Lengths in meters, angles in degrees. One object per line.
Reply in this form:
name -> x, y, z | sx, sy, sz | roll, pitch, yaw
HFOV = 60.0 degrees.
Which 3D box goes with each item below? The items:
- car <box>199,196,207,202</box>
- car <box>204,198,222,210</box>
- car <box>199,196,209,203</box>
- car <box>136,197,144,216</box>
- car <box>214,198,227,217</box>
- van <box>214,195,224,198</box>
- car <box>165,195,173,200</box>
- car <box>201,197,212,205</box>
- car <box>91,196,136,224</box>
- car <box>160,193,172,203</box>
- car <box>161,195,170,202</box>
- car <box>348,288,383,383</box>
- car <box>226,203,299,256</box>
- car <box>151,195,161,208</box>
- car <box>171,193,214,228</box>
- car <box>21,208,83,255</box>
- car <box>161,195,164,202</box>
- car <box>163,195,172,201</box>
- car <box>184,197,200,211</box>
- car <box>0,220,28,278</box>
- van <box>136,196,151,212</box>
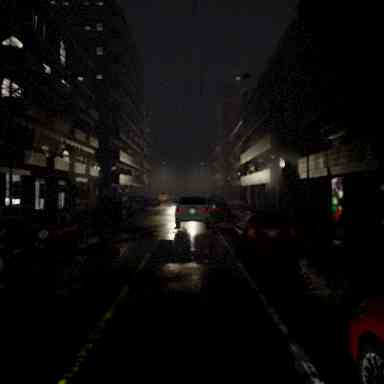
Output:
car -> 2.436, 1.497, 75.500 | 1.802, 1.307, 4.206 | 0, 0, 0
car -> 2.556, 1.469, 41.358 | 1.887, 1.381, 4.507 | 0, 0, 0
car -> 2.457, 1.497, 69.809 | 1.802, 1.307, 4.206 | 0, 0, 0
car -> -5.784, 1.470, 29.783 | 1.752, 1.417, 4.829 | 0, 0, 0
car -> 2.595, 1.519, 29.979 | 1.802, 1.307, 4.206 | 0, 0, 0
van -> 2.577, 1.271, 35.667 | 1.690, 1.788, 3.998 | 0, 0, 0
car -> -5.984, 1.513, 86.852 | 1.802, 1.307, 4.206 | 0, 0, 0
car -> 2.496, 1.498, 58.429 | 1.802, 1.307, 4.206 | 0, 0, 0
car -> -5.763, 1.268, 24.261 | 2.192, 1.841, 5.009 | 0, 0, 0
car -> -5.923, 1.237, 69.781 | 2.192, 1.841, 5.009 | 0, 0, 0
car -> -5.943, 1.448, 75.302 | 1.752, 1.417, 4.829 | 0, 0, 0
car -> 2.697, 1.309, 1.528 | 2.192, 1.841, 5.009 | 0, 0, 0
car -> 2.656, 1.408, 12.908 | 1.967, 1.590, 4.097 | 0, 0, 0
car -> -5.843, 1.454, 46.851 | 1.752, 1.417, 4.829 | 0, 0, 0
car -> 0.025, 1.173, 21.923 | 2.150, 2.045, 5.566 | 0, 0, 0
car -> -5.724, 1.415, 12.882 | 1.967, 1.590, 4.097 | 0, 0, 0
car -> -5.864, 1.507, 52.712 | 1.802, 1.307, 4.206 | 0, 0, 0
car -> -5.964, 1.491, 81.163 | 1.947, 1.339, 4.313 | 0, 0, 0
car -> -0.037, 1.432, 40.579 | 1.837, 1.490, 4.892 | 0, 0, 0
car -> -5.705, 1.539, 7.192 | 2.008, 1.369, 4.403 | 0, 0, 0
van -> -5.803, 1.278, 35.640 | 1.690, 1.788, 3.998 | 0, 0, 0
